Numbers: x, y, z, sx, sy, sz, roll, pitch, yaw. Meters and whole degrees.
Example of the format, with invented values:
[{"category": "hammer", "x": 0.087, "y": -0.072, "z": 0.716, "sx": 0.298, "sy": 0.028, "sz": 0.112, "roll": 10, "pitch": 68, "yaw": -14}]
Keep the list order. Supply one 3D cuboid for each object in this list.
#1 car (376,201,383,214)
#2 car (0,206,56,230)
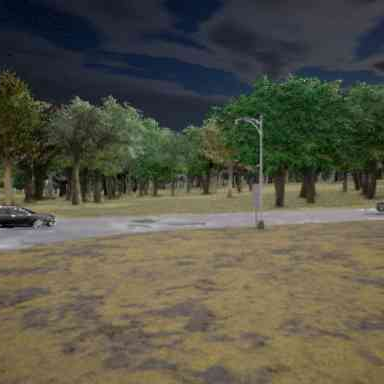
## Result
[{"category": "car", "x": 20.548, "y": 1.407, "z": 32.915, "sx": 4.902, "sy": 1.511, "sz": 2.128, "roll": -1, "pitch": 1, "yaw": -20}, {"category": "car", "x": -11.380, "y": 1.680, "z": 21.376, "sx": 4.892, "sy": 1.490, "sz": 1.837, "roll": 0, "pitch": 1, "yaw": -20}]
